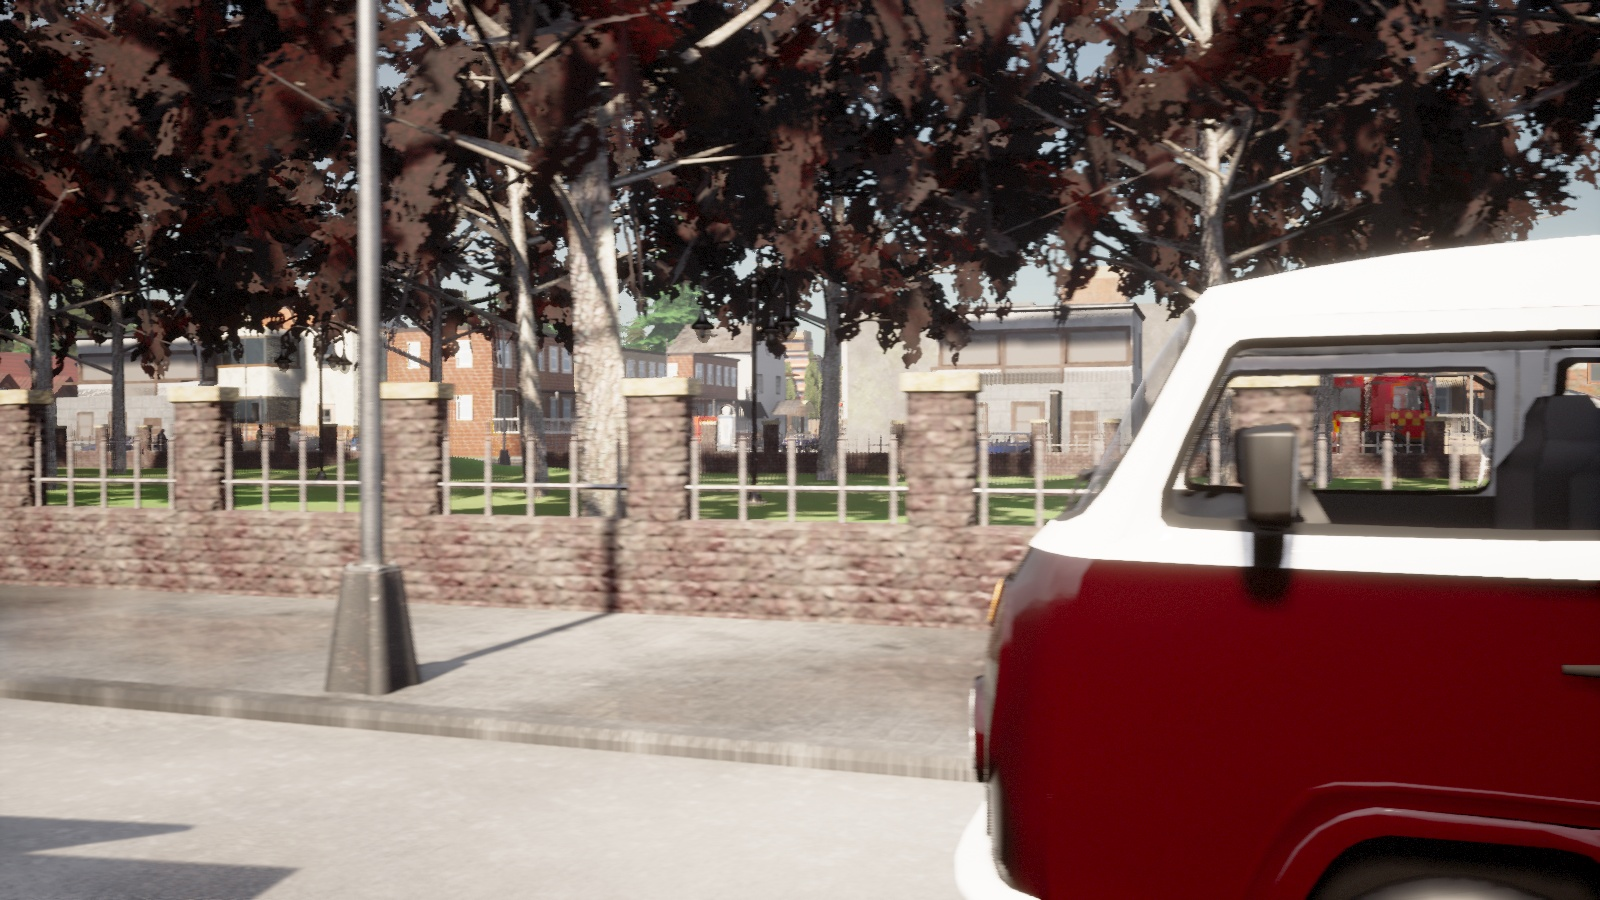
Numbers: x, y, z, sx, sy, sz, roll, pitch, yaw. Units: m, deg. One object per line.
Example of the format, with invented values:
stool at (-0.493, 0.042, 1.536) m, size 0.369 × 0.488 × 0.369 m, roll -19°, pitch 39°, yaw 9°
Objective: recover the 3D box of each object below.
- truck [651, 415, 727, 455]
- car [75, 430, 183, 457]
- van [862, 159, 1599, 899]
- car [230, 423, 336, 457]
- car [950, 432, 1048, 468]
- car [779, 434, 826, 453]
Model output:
truck at (-6.926, -0.950, 78.895) m, size 2.627 × 2.467 × 5.204 m, roll 1°, pitch 1°, yaw 22°
car at (-36.356, -0.352, 68.033) m, size 5.357 × 1.411 × 2.033 m, roll 1°, pitch 1°, yaw 18°
van at (2.583, 0.514, 2.847) m, size 4.480 × 2.038 × 2.069 m, roll 1°, pitch 1°, yaw 19°
car at (-26.521, -0.526, 64.375) m, size 5.027 × 1.651 × 2.152 m, roll 1°, pitch 1°, yaw 24°
car at (8.387, -0.023, 52.886) m, size 3.806 × 1.475 × 1.970 m, roll 1°, pitch 1°, yaw 19°
car at (0.202, -0.478, 87.771) m, size 1.895 × 1.301 × 4.718 m, roll 1°, pitch 1°, yaw 19°
